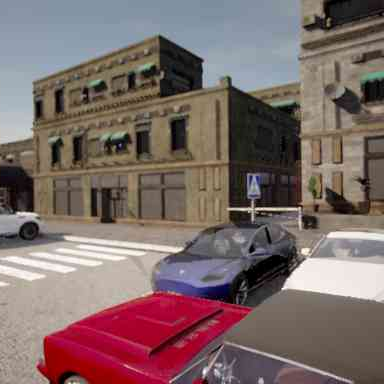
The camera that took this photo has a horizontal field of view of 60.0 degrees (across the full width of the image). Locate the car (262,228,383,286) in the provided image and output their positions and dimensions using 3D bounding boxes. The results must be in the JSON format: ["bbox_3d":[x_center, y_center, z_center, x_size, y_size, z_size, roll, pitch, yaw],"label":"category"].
[{"bbox_3d":[3.322,1.493,6.580,2.002,1.452,4.674,-1,0,35],"label":"car"}]

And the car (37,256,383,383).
[{"bbox_3d":[0.744,1.607,2.838,4.718,1.301,1.895,-1,0,35],"label":"car"}]

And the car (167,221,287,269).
[{"bbox_3d":[1.056,1.532,8.151,2.163,1.488,4.792,-1,0,35],"label":"car"}]

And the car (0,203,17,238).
[{"bbox_3d":[-12.302,1.649,17.707,2.185,1.767,4.553,-1,0,35],"label":"car"}]
